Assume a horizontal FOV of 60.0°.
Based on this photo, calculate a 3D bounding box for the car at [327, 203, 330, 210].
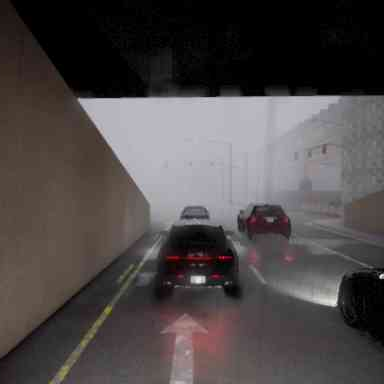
[{"bbox_3d":[17.740,1.481,39.589,4.974,1.542,2.038,0,0,-45],"label":"car"}]

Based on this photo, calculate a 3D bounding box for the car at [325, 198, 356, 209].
[{"bbox_3d":[17.776,1.323,39.626,4.536,1.218,1.853,0,0,-45],"label":"car"}]

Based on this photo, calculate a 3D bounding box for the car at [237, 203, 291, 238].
[{"bbox_3d":[3.684,1.365,17.712,2.097,1.767,4.553,0,0,0],"label":"car"}]

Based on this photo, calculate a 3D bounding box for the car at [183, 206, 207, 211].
[{"bbox_3d":[0.188,1.563,20.716,2.033,1.411,5.357,0,0,0],"label":"car"}]

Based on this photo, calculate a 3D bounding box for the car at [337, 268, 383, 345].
[{"bbox_3d":[3.586,1.568,4.305,1.994,1.385,4.181,0,0,1],"label":"car"}]

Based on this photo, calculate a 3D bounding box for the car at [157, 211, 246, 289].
[{"bbox_3d":[0.138,1.513,9.154,1.837,1.490,4.892,0,0,0],"label":"car"}]

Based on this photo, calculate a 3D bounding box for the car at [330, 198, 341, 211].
[{"bbox_3d":[17.612,1.477,34.983,2.038,1.542,4.974,0,0,-35],"label":"car"}]
